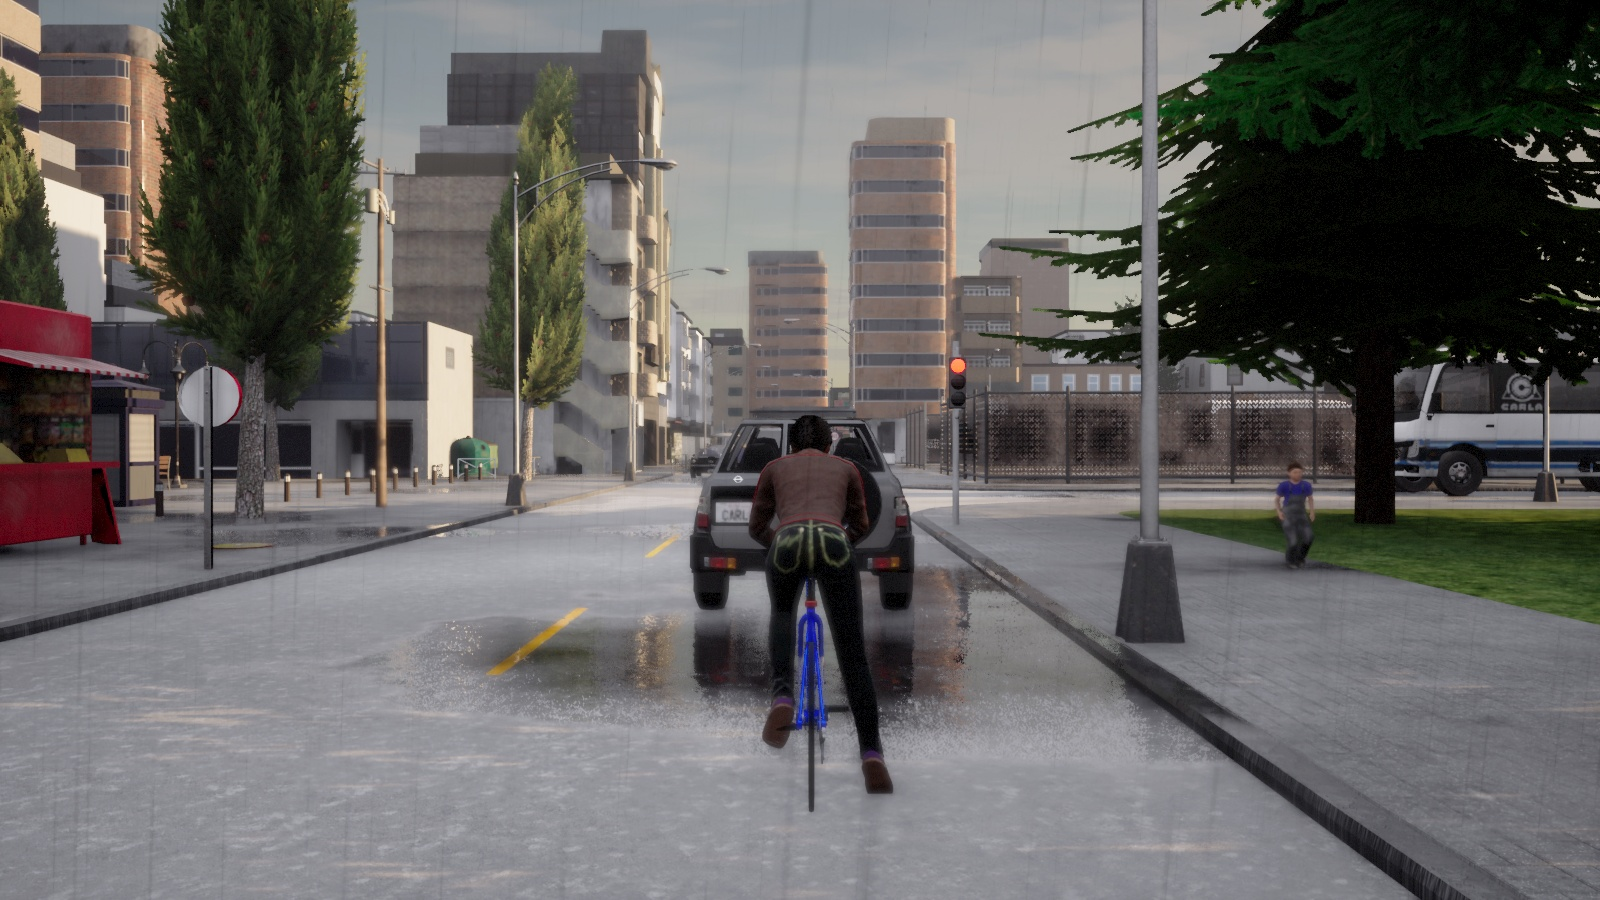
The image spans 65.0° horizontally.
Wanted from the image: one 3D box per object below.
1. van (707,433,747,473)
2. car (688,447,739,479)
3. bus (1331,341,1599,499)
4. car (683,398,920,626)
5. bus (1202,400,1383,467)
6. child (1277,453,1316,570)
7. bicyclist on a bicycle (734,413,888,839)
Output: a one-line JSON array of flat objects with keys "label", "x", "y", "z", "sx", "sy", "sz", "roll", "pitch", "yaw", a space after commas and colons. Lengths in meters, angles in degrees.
[{"label": "van", "x": -3.689, "y": 0.136, "z": 63.913, "sx": 1.775, "sy": 1.987, "sz": 4.442, "roll": 0, "pitch": 0, "yaw": 0}, {"label": "car", "x": -3.731, "y": 0.534, "z": 54.912, "sx": 1.895, "sy": 1.301, "sz": 4.718, "roll": 0, "pitch": 0, "yaw": 0}, {"label": "bus", "x": 21.271, "y": -0.817, "z": 36.157, "sx": 10.273, "sy": 4.253, "sz": 3.944, "roll": 0, "pitch": 0, "yaw": 0}, {"label": "car", "x": 0.062, "y": 0.493, "z": 12.525, "sx": 1.932, "sy": 1.855, "sz": 4.605, "roll": 0, "pitch": 0, "yaw": 1}, {"label": "bus", "x": 31.817, "y": -1.065, "z": 81.548, "sx": 10.273, "sy": 4.253, "sz": 3.944, "roll": 0, "pitch": 0, "yaw": 4}, {"label": "child", "x": 5.456, "y": 0.663, "z": 13.805, "sx": 0.270, "sy": 1.263, "sz": 0.437, "roll": 0, "pitch": 0, "yaw": 4}, {"label": "bicyclist on a bicycle", "x": 0.048, "y": 0.668, "z": 5.601, "sx": 0.582, "sy": 1.620, "sz": 1.656, "roll": 0, "pitch": 0, "yaw": 0}]
